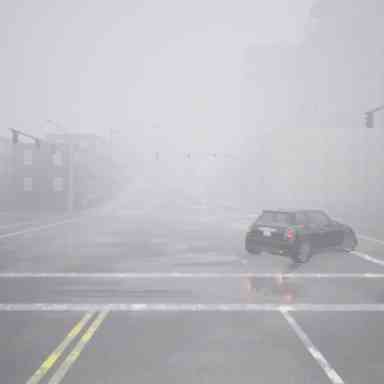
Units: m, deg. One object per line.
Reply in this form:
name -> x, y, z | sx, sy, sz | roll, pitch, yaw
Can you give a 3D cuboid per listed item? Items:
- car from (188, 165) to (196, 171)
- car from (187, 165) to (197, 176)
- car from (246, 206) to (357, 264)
car -> 0.000, -6.064, 82.472 | 1.994, 1.385, 4.181 | 0, 5, 0
car -> 0.000, -4.561, 72.448 | 2.097, 1.767, 4.553 | 0, 12, 0
car -> 4.061, 1.355, 12.117 | 4.553, 1.767, 2.097 | 0, 1, -40
